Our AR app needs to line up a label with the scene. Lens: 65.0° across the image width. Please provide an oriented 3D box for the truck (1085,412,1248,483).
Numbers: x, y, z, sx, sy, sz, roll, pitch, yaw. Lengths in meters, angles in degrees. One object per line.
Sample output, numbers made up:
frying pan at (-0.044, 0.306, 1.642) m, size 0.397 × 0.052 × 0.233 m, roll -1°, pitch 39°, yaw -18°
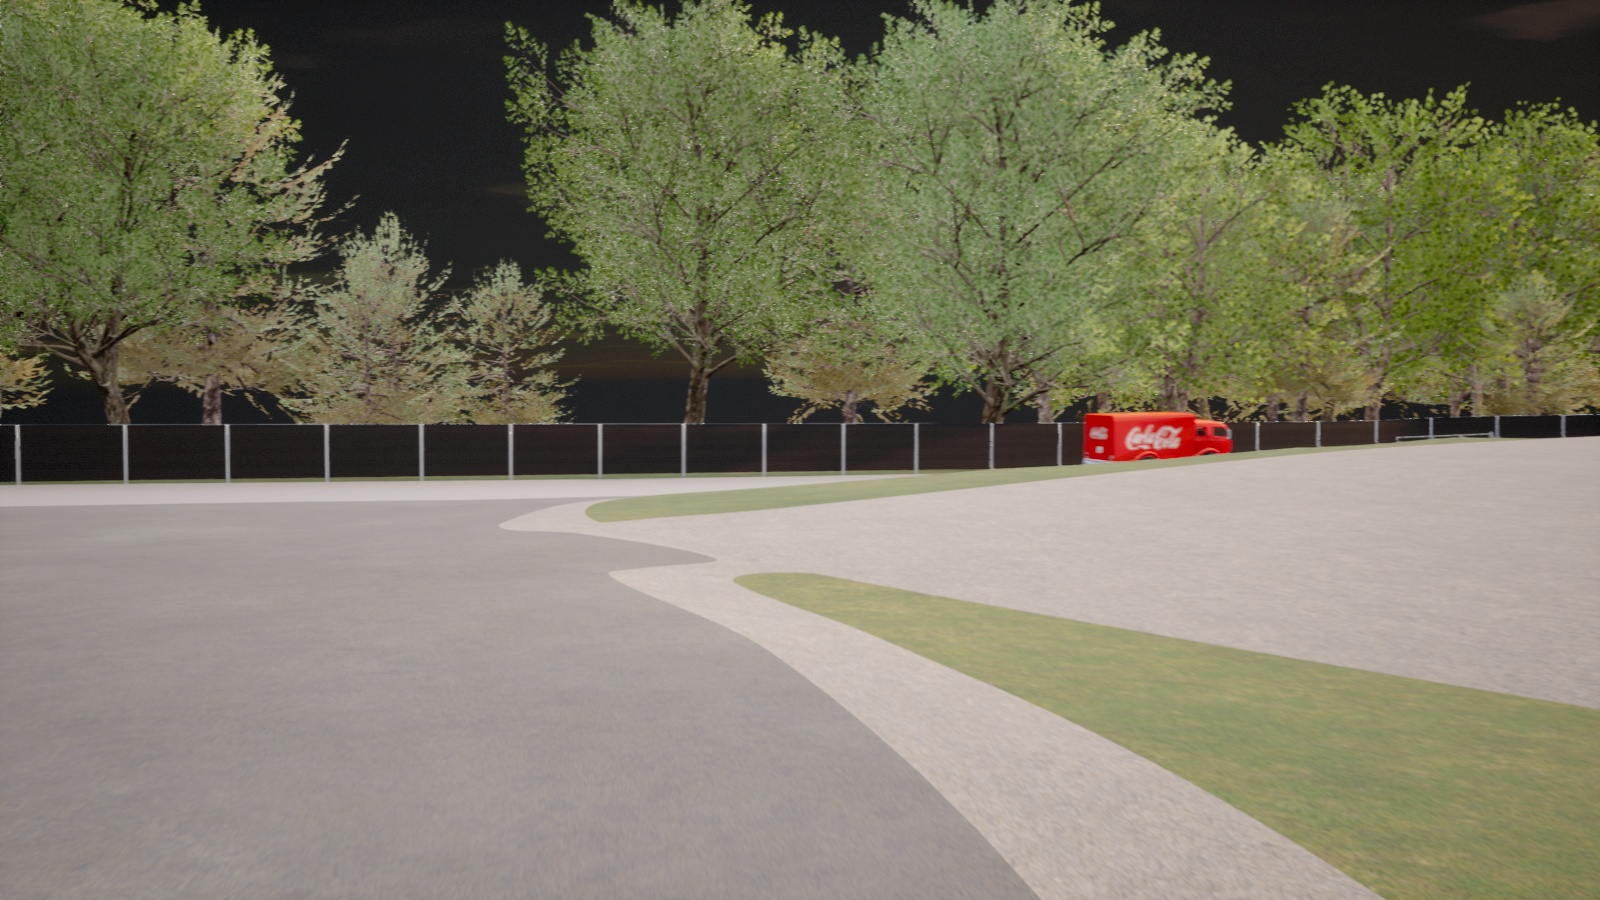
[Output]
truck at (13.602, -0.145, 46.734) m, size 5.204 × 2.467 × 2.627 m, roll -1°, pitch 3°, yaw -15°
